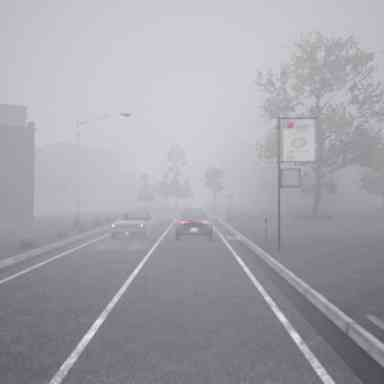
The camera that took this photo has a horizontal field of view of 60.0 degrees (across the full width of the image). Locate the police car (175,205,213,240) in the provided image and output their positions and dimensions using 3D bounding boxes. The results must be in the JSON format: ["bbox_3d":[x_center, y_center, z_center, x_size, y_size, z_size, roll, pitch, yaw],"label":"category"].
[{"bbox_3d":[0.100,1.717,18.454,2.038,1.542,4.974,0,-1,0],"label":"police car"}]

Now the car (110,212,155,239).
[{"bbox_3d":[-3.254,1.823,18.893,1.895,1.301,4.718,0,-1,0],"label":"car"}]
